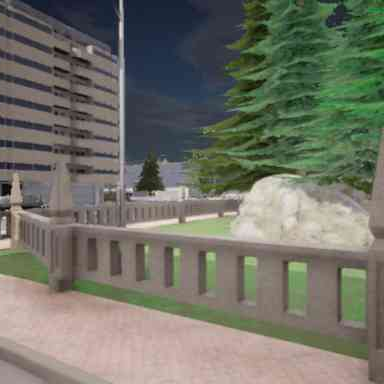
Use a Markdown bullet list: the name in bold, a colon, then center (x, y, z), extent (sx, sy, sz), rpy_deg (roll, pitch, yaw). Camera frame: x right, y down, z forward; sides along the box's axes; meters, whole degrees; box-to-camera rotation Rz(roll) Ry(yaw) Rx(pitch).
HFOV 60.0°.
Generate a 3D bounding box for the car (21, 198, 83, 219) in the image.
- **car**: center (-11.450, 1.523, 28.228), extent (2.128, 1.511, 4.902), rpy_deg (0, 0, 32)

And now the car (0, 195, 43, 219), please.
- **car**: center (-15.357, 1.268, 28.566), extent (2.150, 2.045, 5.566), rpy_deg (0, 0, 32)
